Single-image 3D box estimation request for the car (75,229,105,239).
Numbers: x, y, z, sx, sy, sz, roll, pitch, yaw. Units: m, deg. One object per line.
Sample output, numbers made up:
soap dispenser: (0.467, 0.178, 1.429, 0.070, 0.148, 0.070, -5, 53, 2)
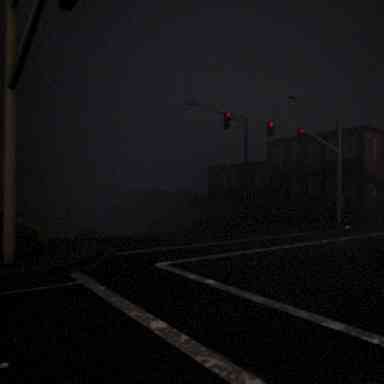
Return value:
car: (-10.196, 4.367, 33.073, 1.994, 1.385, 4.181, 1, -13, -36)
